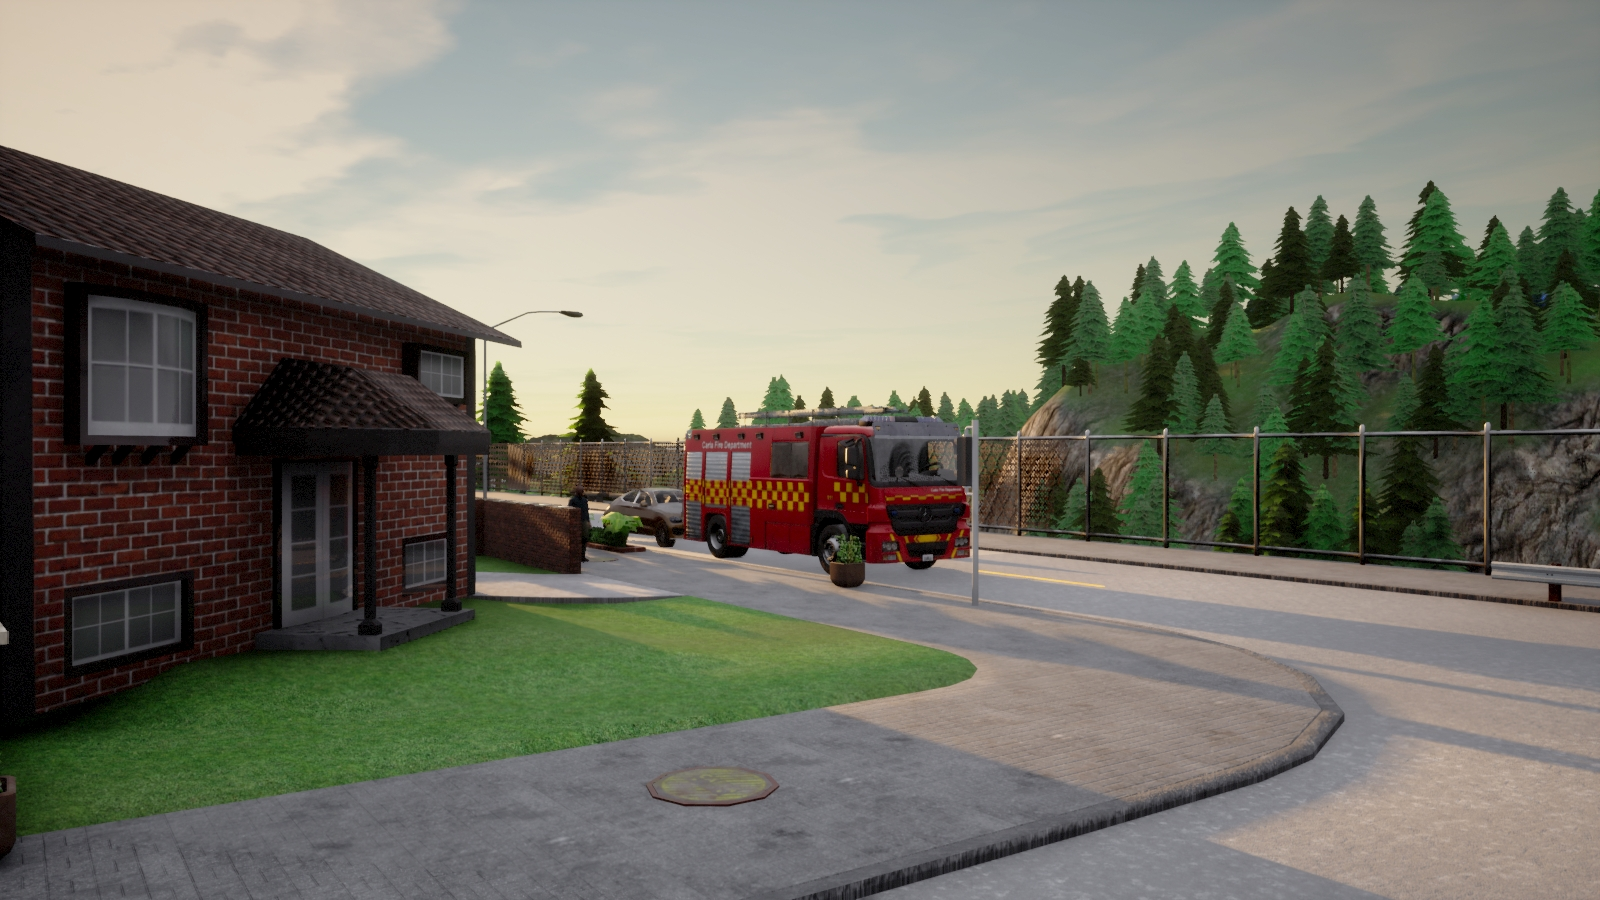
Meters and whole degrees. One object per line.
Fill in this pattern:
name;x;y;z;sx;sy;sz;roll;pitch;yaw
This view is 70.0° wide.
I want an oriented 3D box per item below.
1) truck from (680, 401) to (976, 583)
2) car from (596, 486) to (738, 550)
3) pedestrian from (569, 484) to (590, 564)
truck;0.353;0.890;28.322;2.891;3.827;8.468;0;0;-35
car;-4.125;1.992;34.731;2.152;1.651;5.027;0;0;-35
pedestrian;-5.216;1.745;27.035;0.375;1.860;0.375;0;0;-33
